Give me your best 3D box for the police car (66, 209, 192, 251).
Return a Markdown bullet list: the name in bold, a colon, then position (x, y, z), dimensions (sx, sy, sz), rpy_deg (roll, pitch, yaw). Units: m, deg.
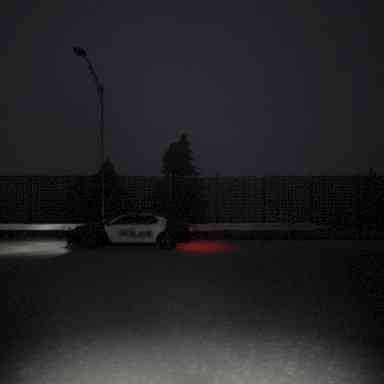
- **police car**: position (-2.464, 1.509, 13.630), dimensions (4.974, 1.542, 2.038), rpy_deg (0, 0, 0)
